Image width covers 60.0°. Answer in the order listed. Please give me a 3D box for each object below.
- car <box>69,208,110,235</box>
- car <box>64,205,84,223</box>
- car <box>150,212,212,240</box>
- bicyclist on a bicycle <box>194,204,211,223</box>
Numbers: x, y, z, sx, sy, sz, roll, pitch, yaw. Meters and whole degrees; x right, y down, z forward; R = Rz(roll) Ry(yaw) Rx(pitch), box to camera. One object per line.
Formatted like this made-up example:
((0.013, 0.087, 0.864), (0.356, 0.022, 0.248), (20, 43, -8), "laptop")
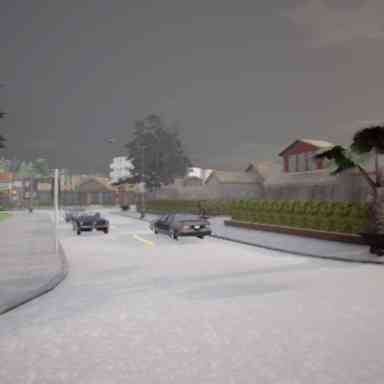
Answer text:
((-6.605, 1.944, 21.505), (1.895, 1.301, 4.718), (0, -1, -24), "car")
((-10.674, 1.980, 30.626), (2.128, 1.511, 4.902), (0, -1, -24), "car")
((-0.775, 1.844, 18.918), (2.033, 1.411, 5.357), (0, -1, -25), "car")
((0.706, 1.749, 25.720), (1.656, 1.620, 0.582), (0, -1, -24), "bicyclist on a bicycle")
